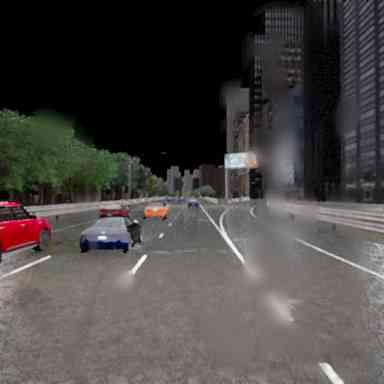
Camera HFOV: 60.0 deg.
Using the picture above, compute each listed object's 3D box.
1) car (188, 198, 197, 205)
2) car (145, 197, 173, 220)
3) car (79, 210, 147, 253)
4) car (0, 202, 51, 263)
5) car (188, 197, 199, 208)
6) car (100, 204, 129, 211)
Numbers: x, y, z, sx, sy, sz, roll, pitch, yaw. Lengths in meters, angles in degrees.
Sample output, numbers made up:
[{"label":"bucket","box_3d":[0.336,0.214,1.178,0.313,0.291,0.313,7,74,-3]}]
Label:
[{"label":"car","box_3d":[0.175,2.298,81.019,2.128,1.511,4.902,0,0,0]},{"label":"car","box_3d":[-3.336,1.690,32.301,2.097,1.767,4.553,0,-1,0]},{"label":"car","box_3d":[-3.377,1.717,14.552,1.994,1.385,4.181,0,-1,0]},{"label":"car","box_3d":[-6.872,1.329,11.342,2.150,2.045,5.566,1,0,0]},{"label":"car","box_3d":[0.240,2.094,60.925,1.882,1.535,5.008,0,0,0]},{"label":"car","box_3d":[-6.843,1.790,29.844,1.882,1.535,5.008,0,-1,0]}]
